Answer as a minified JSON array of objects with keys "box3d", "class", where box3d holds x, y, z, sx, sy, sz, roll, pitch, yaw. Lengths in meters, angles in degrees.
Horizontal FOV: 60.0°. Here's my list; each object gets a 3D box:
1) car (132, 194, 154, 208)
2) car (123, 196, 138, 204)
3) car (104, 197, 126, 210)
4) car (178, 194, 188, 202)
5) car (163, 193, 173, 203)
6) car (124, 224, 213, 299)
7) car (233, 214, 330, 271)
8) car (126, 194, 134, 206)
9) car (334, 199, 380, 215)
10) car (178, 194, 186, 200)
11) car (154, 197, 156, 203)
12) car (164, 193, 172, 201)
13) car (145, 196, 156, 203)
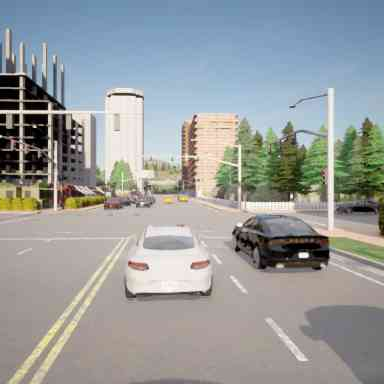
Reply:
[{"box3d":[-7.137,1.492,48.828,2.128,1.511,4.902,0,0,-4],"class":"car"},{"box3d":[-11.632,1.547,63.225,2.033,1.411,5.357,0,0,-4],"class":"car"},{"box3d":[-10.287,1.478,43.758,1.882,1.535,5.008,0,0,-4],"class":"car"},{"box3d":[-2.039,1.470,76.910,1.882,1.535,5.008,0,0,-4],"class":"car"},{"box3d":[-4.863,1.477,68.774,1.882,1.535,5.008,0,0,-4],"class":"car"},{"box3d":[-0.606,1.526,8.381,1.812,1.442,4.674,0,0,-5],"class":"car"},{"box3d":[2.664,1.478,11.063,1.882,1.535,5.008,0,0,-5],"class":"car"},{"box3d":[-10.946,1.478,53.084,1.882,1.535,5.008,0,0,-4],"class":"car"},{"box3d":[17.085,1.491,33.960,4.902,1.511,2.128,0,0,-3],"class":"car"},{"box3d":[-2.724,1.304,86.458,1.882,1.535,5.008,0,0,-4],"class":"car"},{"box3d":[-7.774,1.491,57.938,2.128,1.511,4.902,0,0,-4],"class":"car"},{"box3d":[-6.232,1.225,86.439,2.150,2.045,5.566,0,0,-4],"class":"car"},{"box3d":[-8.447,1.547,68.365,2.033,1.411,5.357,0,0,-4],"class":"car"}]
